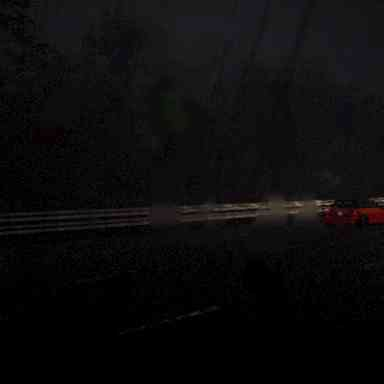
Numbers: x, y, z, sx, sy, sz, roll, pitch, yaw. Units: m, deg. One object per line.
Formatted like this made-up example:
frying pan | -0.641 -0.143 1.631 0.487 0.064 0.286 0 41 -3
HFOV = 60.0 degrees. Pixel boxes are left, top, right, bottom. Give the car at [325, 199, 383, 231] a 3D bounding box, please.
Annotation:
car | 9.799 1.168 19.328 4.553 1.767 2.097 -1 0 -35
